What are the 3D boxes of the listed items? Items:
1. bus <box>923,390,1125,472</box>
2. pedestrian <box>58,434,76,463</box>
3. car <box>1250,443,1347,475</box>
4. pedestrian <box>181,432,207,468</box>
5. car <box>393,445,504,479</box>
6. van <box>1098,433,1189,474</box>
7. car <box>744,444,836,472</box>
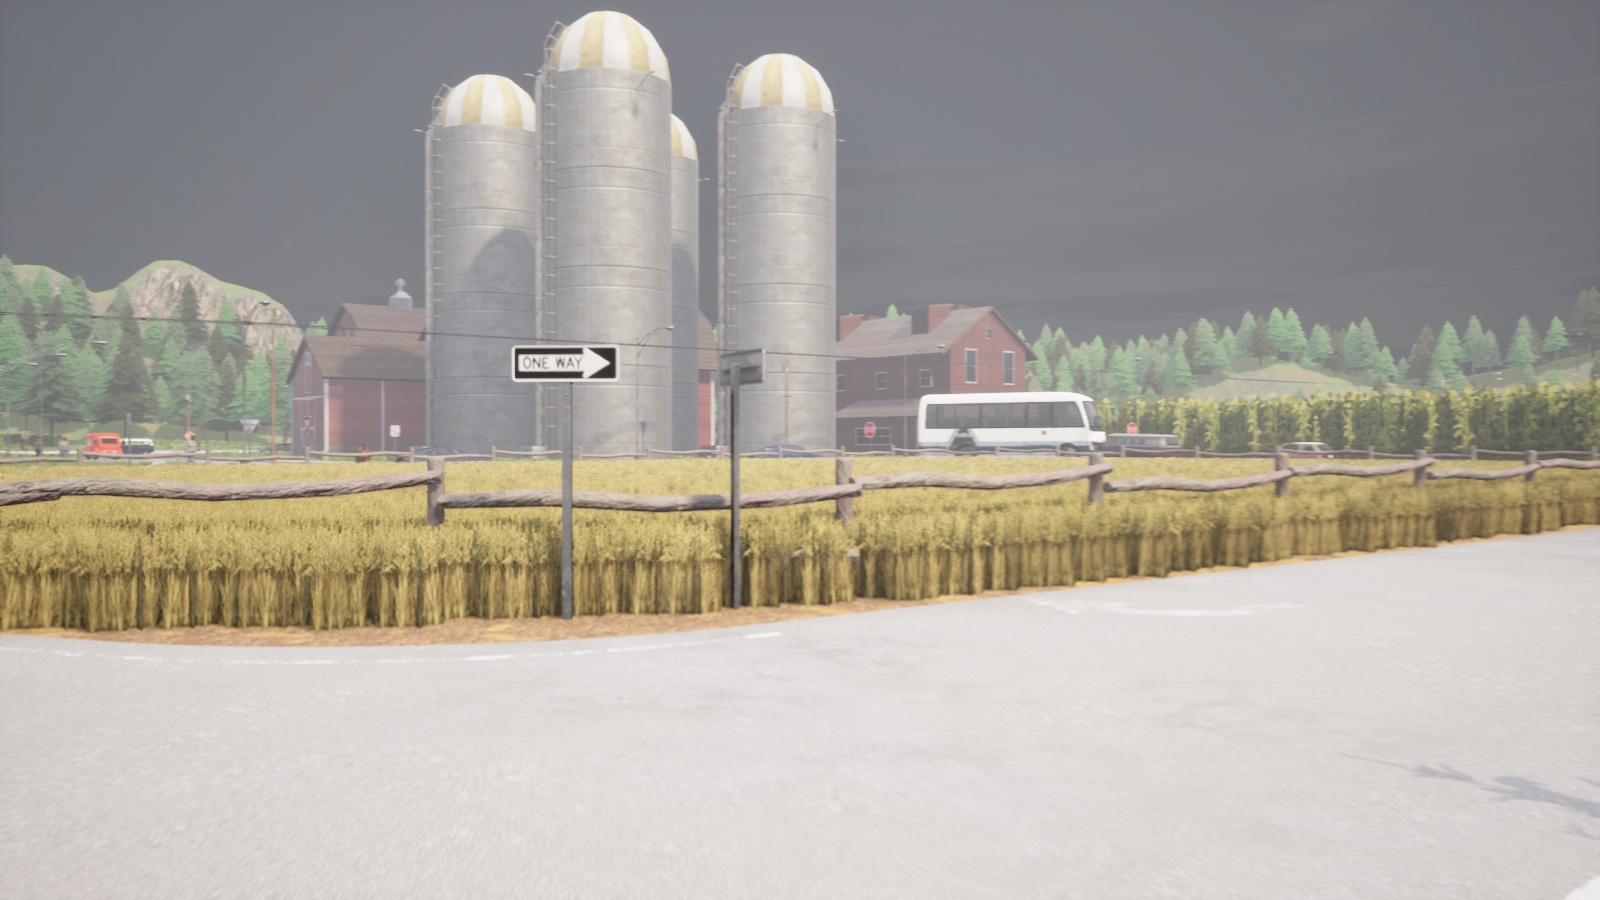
[{"bbox_3d":[12.310,-1.019,69.305,10.273,4.253,3.944,0,0,26],"label":"bus"},{"bbox_3d":[-48.554,-0.109,83.208,0.874,1.855,0.900,0,0,-41],"label":"pedestrian"},{"bbox_3d":[23.510,0.392,59.302,1.970,1.475,3.806,0,0,-38],"label":"car"},{"bbox_3d":[-32.260,-0.002,66.814,0.900,1.855,0.874,0,0,23],"label":"pedestrian"},{"bbox_3d":[-15.171,0.491,54.350,4.181,1.385,1.994,0,0,-38],"label":"car"},{"bbox_3d":[18.073,0.160,66.220,1.775,1.987,4.442,0,1,-38],"label":"van"},{"bbox_3d":[-0.506,0.400,65.942,4.674,1.442,1.812,0,0,-38],"label":"car"}]
